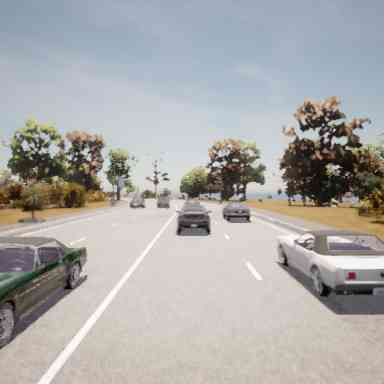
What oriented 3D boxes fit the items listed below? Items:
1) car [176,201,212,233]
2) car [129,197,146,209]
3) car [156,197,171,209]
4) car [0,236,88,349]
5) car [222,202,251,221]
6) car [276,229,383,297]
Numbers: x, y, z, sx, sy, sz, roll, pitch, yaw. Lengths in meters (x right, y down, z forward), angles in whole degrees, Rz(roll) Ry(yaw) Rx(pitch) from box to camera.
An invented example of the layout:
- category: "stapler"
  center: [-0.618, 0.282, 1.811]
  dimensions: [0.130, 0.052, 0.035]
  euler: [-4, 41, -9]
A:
- category: "car"
  center: [0.103, 1.508, 19.790]
  dimensions: [1.837, 1.490, 4.892]
  euler: [0, 0, 0]
- category: "car"
  center: [-7.448, 1.498, 45.802]
  dimensions: [2.128, 1.511, 4.902]
  euler: [0, 0, -3]
- category: "car"
  center: [-3.989, 1.513, 46.692]
  dimensions: [1.837, 1.490, 4.892]
  euler: [0, 0, -3]
- category: "car"
  center: [-3.598, 1.602, 6.336]
  dimensions: [1.895, 1.301, 4.718]
  euler: [0, 0, 0]
- category: "car"
  center: [3.603, 1.552, 27.467]
  dimensions: [2.033, 1.411, 5.357]
  euler: [0, 0, 0]
- category: "car"
  center: [3.600, 1.602, 8.537]
  dimensions: [1.895, 1.301, 4.718]
  euler: [0, 0, 0]
